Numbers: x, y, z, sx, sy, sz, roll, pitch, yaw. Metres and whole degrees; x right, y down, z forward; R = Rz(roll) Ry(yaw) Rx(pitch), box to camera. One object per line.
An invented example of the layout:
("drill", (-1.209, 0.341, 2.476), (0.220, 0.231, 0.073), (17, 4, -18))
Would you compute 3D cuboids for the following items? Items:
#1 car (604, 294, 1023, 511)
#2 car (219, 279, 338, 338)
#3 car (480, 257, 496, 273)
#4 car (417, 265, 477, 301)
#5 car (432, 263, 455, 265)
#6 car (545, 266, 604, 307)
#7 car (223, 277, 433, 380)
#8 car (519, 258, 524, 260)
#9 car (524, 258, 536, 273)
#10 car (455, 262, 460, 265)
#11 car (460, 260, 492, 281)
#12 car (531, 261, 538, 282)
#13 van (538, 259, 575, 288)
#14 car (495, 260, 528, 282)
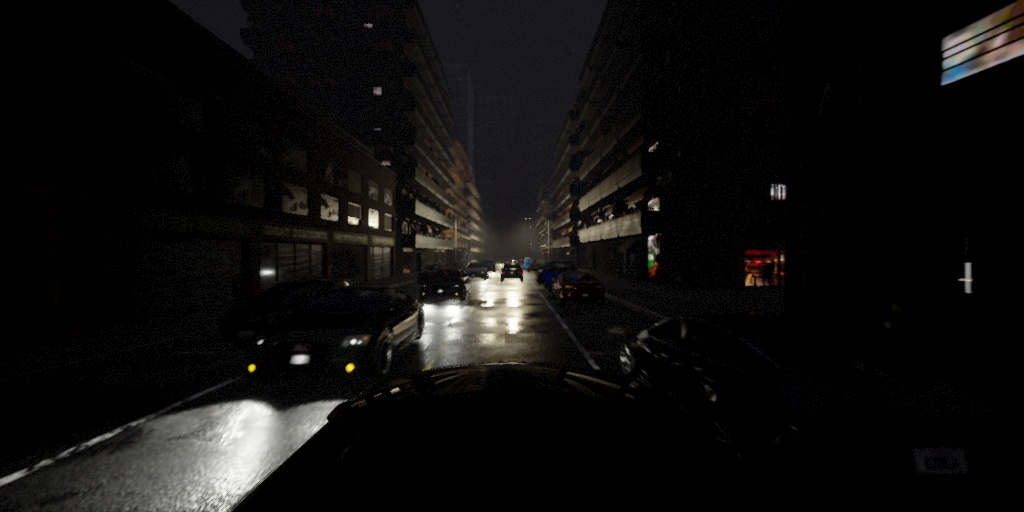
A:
("car", (2.688, 1.314, 4.323), (1.948, 1.339, 4.313), (0, 0, 0))
("car", (-5.692, 1.313, 9.860), (1.948, 1.339, 4.313), (0, 0, 0))
("car", (-3.000, 1.218, 44.755), (1.882, 1.535, 5.008), (0, 0, 0))
("car", (-3.065, 1.308, 17.343), (1.994, 1.385, 4.181), (0, 0, 1))
("car", (-5.690, 1.287, 26.431), (1.888, 1.381, 4.507), (0, 0, 0))
("car", (2.690, 1.289, 15.370), (1.888, 1.381, 4.507), (0, 0, 0))
("car", (-3.095, 1.312, 7.189), (1.994, 1.385, 4.181), (0, 0, -1))
("car", (0.067, 1.232, 45.459), (2.128, 1.511, 4.902), (0, 0, 0))
("car", (2.693, 1.264, 43.157), (1.751, 1.417, 4.829), (0, 0, 0))
("car", (-5.689, 1.321, 37.477), (1.802, 1.307, 4.207), (0, 0, 0))
("car", (-3.014, 1.266, 30.568), (1.812, 1.442, 4.674), (0, 0, 0))
("car", (2.691, 1.307, 26.417), (1.948, 1.339, 4.313), (0, 0, 0))
("van", (2.690, 1.083, 20.893), (1.690, 1.789, 3.998), (0, 0, 0))
("car", (0.009, 1.288, 28.949), (2.033, 1.411, 5.357), (0, 0, 0))
